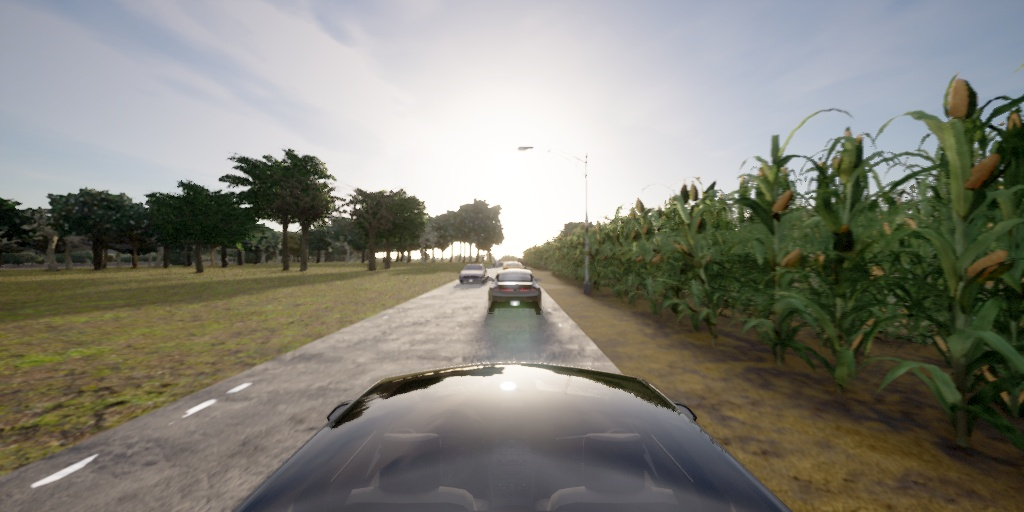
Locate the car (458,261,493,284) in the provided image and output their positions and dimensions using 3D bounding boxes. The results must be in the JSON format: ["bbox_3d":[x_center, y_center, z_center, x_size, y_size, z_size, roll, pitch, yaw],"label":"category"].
[{"bbox_3d":[-2.839,1.322,27.336,2.033,1.411,5.357,0,0,0],"label":"car"}]

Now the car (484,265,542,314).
[{"bbox_3d":[0.097,1.264,13.845,1.837,1.490,4.892,0,0,0],"label":"car"}]

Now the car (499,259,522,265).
[{"bbox_3d":[0.112,1.258,30.891,1.882,1.535,5.008,0,0,0],"label":"car"}]
